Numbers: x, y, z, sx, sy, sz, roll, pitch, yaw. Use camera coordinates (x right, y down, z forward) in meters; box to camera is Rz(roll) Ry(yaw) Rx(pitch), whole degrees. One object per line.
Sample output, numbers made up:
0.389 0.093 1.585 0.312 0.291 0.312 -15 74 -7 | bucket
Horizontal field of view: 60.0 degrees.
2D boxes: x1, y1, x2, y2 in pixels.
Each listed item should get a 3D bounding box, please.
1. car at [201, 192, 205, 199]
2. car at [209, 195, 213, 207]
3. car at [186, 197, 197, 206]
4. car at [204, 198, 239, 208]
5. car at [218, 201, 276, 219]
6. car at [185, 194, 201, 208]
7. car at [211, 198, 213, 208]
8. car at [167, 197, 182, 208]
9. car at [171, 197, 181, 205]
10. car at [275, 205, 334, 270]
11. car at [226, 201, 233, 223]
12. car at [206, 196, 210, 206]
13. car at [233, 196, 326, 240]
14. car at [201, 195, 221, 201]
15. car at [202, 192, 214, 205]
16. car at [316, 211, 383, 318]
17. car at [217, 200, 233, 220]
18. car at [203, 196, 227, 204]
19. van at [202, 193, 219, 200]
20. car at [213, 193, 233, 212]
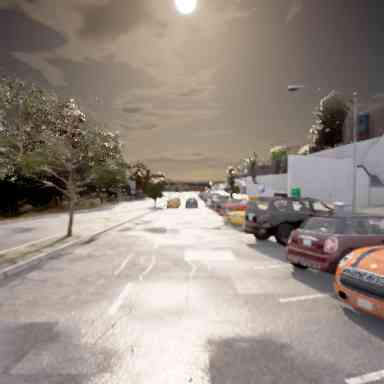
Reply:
5.005 1.507 60.528 5.566 2.045 2.435 1 1 -20 | car
5.073 1.601 42.535 4.553 1.767 2.185 1 0 -20 | car
-0.045 1.803 63.946 2.033 1.411 5.357 0 0 0 | car
4.860 1.761 54.474 5.366 1.575 1.946 1 0 -20 | car
5.023 1.658 30.506 4.792 1.488 2.163 1 0 -20 | car
-0.038 1.630 53.911 2.097 1.767 4.553 0 0 0 | car
5.038 1.681 36.523 5.008 1.535 2.097 1 -1 -20 | car
-3.038 1.757 53.886 1.882 1.535 5.008 0 0 0 | car
-3.045 1.744 64.305 1.837 1.490 4.892 0 0 0 | car
5.035 1.379 9.508 4.553 1.767 2.185 1 -1 -20 | car
5.228 1.562 21.585 5.366 1.575 1.946 1 -1 -20 | car
5.062 1.785 48.548 4.792 1.488 2.163 1 0 -20 | car
5.087 1.277 15.535 5.566 2.045 2.435 1 -1 -20 | car
5.004 1.617 87.569 4.674 1.452 2.002 1 0 -20 | car
5.063 1.512 51.547 5.566 2.045 2.435 1 0 -20 | car
5.099 1.373 6.522 4.553 1.767 2.185 1 0 -20 | car
4.879 1.576 24.451 5.366 1.575 1.946 1 0 -20 | car
4.993 1.716 72.545 4.792 1.488 2.163 1 1 -20 | car
5.115 1.309 93.575 4.442 1.987 1.878 1 0 -20 | van
5.030 1.354 27.505 5.566 2.045 2.435 1 0 -20 | car
